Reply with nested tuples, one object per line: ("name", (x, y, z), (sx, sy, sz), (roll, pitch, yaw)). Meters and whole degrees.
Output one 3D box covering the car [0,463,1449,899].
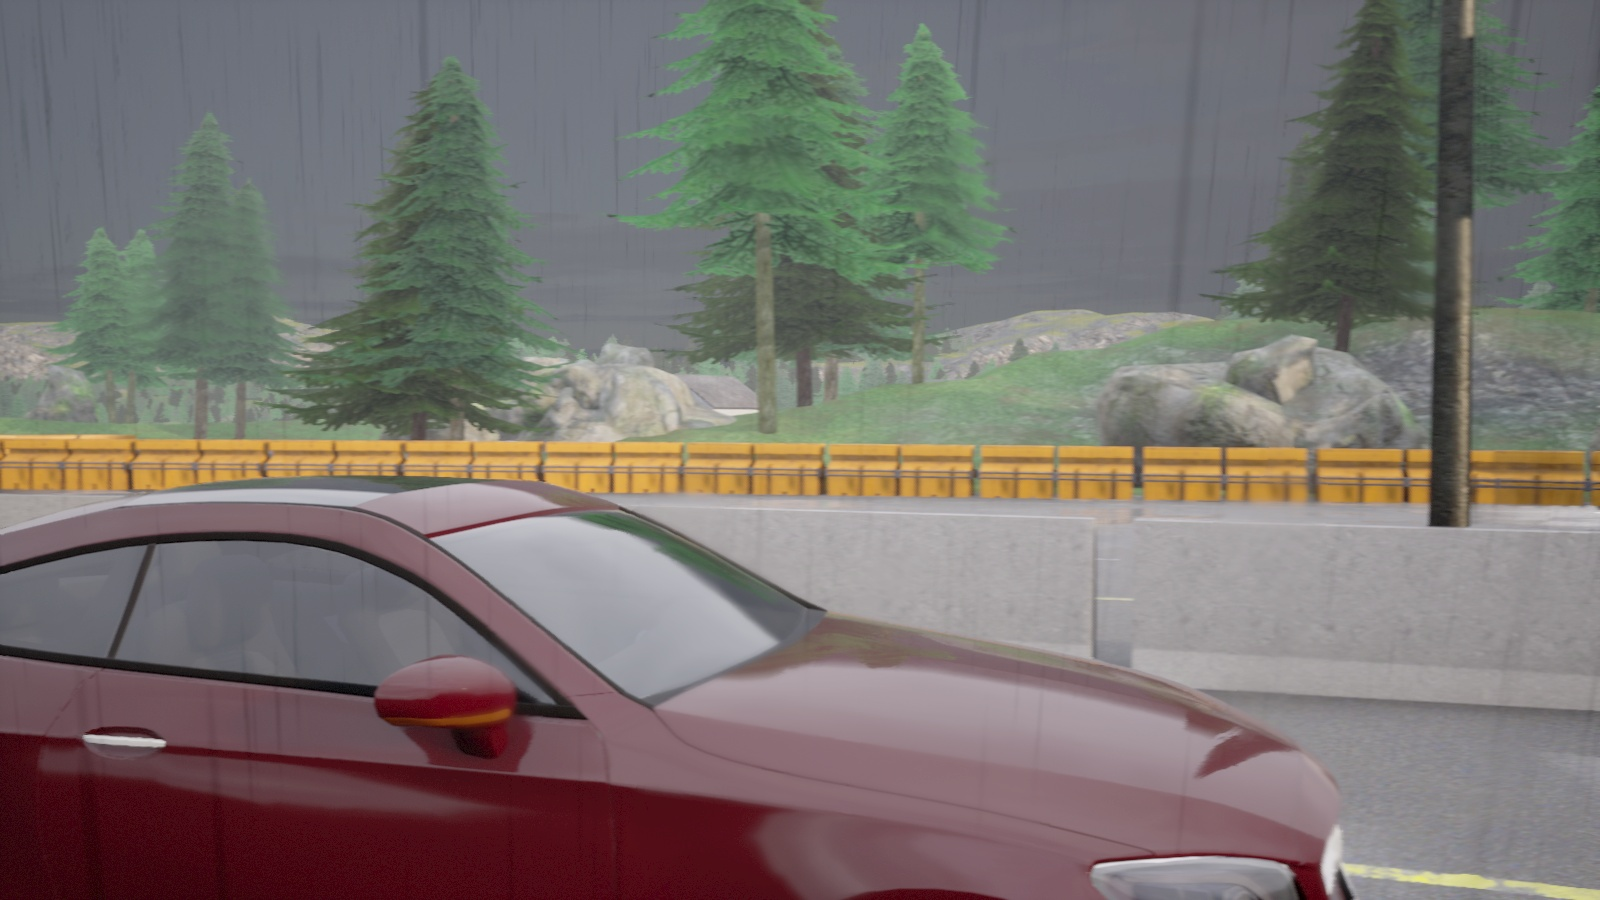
("car", (-0.968, 0.796, 3.517), (4.674, 1.442, 1.812), (0, 1, 16))
